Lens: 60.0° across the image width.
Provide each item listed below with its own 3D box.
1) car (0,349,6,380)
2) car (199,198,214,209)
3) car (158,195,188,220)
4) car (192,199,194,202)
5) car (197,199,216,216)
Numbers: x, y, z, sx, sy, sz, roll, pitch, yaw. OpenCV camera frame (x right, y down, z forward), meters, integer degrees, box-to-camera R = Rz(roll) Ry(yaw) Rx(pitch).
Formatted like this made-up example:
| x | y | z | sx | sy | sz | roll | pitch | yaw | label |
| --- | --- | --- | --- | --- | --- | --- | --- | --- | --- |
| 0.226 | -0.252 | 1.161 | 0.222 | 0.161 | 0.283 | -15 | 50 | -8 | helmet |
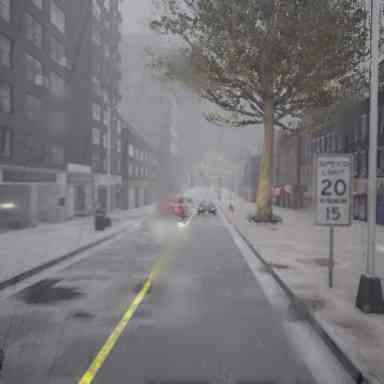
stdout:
| x | y | z | sx | sy | sz | roll | pitch | yaw | label |
| --- | --- | --- | --- | --- | --- | --- | --- | --- | --- |
| -2.864 | 1.520 | 0.953 | 2.033 | 1.411 | 5.357 | 1 | 0 | 3 | car |
| 2.155 | 1.674 | 48.450 | 1.994 | 1.385 | 4.181 | 1 | 0 | 3 | car |
| -1.574 | 1.300 | 29.121 | 2.150 | 2.045 | 5.566 | 1 | 0 | 3 | car |
| -0.488 | 1.269 | 51.818 | 2.033 | 1.411 | 5.357 | 1 | 0 | 3 | car |
| 1.565 | 1.720 | 34.968 | 1.895 | 1.301 | 4.718 | 1 | 0 | 3 | car |
